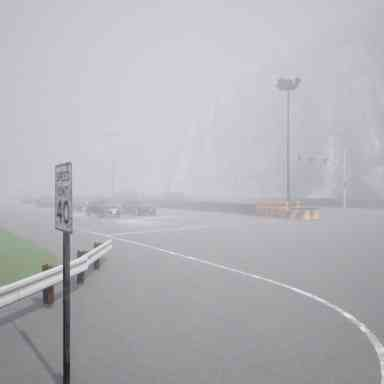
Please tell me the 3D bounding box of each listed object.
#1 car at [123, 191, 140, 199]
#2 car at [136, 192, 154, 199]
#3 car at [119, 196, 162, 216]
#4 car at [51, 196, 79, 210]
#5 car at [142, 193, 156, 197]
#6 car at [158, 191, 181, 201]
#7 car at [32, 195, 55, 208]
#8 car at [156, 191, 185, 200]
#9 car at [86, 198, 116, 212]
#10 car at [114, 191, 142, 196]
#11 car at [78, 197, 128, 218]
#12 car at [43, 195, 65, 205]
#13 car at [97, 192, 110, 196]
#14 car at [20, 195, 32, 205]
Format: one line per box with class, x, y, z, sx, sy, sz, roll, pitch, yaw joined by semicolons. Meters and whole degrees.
car;-14.068;0.741;77.427;2.097;1.767;4.553;0;1;-38
car;-11.332;0.903;79.610;2.128;1.511;4.902;0;1;-38
car;-5.214;1.430;31.908;1.837;1.490;4.892;0;0;-38
car;-13.755;1.491;37.104;1.895;1.301;4.718;0;0;-38
car;-7.904;0.951;69.547;2.097;1.767;4.553;0;1;-38
car;-4.931;0.815;71.426;2.150;2.045;5.566;0;1;-38
car;-19.469;1.318;44.417;1.837;1.490;4.892;0;1;-38
car;-3.416;0.979;58.290;2.150;2.045;5.566;0;1;-38
car;-10.693;1.449;38.868;1.994;1.385;4.181;0;0;-38
car;-12.358;0.855;64.038;2.150;2.045;5.566;0;1;-37
car;-8.030;1.424;29.826;2.128;1.511;4.902;0;0;-38
car;-22.480;1.237;53.994;2.033;1.411;5.357;0;1;-38
car;-19.600;0.799;73.138;2.097;1.767;4.553;0;1;-38
car;-25.698;1.213;52.435;1.812;1.442;4.674;0;1;-37
